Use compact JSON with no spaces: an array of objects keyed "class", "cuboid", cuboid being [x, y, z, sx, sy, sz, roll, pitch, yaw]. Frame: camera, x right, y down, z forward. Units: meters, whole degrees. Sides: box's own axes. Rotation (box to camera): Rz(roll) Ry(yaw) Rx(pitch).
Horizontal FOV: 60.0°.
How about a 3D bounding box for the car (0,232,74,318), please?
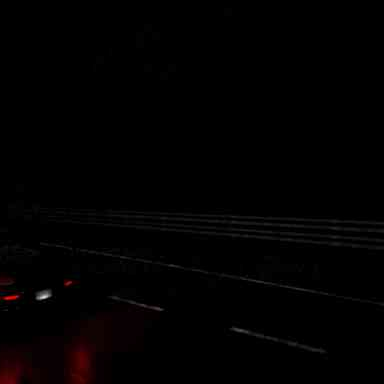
[{"class":"car","cuboid":[-4.399,1.595,7.009,4.674,1.442,1.812,-1,0,36]}]
